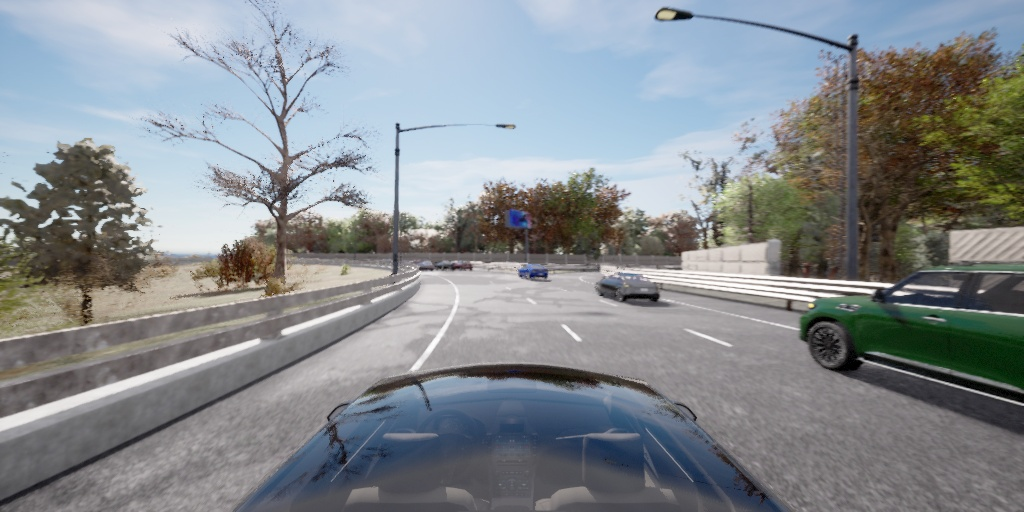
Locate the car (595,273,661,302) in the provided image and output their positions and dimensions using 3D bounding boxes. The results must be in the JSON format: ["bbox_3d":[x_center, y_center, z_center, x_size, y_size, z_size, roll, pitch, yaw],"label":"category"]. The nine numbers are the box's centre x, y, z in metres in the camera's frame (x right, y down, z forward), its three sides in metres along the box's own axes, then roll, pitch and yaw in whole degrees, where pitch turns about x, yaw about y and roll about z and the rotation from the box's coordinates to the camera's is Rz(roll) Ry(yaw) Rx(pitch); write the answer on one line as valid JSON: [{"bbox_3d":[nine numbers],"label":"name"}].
[{"bbox_3d":[5.887,1.554,18.686,1.994,1.385,4.181,1,-1,-8],"label":"car"}]

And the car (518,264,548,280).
[{"bbox_3d":[2.042,1.579,36.279,1.882,1.535,5.008,1,-1,-17],"label":"car"}]

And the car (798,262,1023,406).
[{"bbox_3d":[6.913,1.099,4.898,2.150,2.045,5.566,1,0,0],"label":"car"}]

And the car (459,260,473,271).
[{"bbox_3d":[-8.337,1.537,60.574,2.097,1.767,4.553,1,-1,-30],"label":"car"}]

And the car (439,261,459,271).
[{"bbox_3d":[-10.820,1.602,57.845,1.882,1.535,5.008,1,-1,-30],"label":"car"}]

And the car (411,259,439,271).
[{"bbox_3d":[-13.473,1.613,55.397,2.033,1.411,5.357,1,-1,-30],"label":"car"}]
